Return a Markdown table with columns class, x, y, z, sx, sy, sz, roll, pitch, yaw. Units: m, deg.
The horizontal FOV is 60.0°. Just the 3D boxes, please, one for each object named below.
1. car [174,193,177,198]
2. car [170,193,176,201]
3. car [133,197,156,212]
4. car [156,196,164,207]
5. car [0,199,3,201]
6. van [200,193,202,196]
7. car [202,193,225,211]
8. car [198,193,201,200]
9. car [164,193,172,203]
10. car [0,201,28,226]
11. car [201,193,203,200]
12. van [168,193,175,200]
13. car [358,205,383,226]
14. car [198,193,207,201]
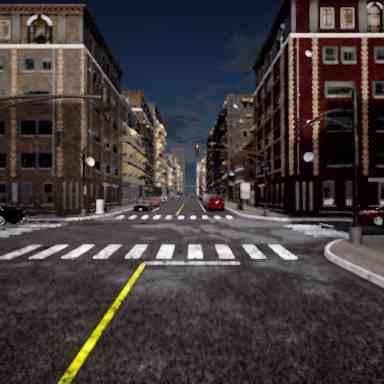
| class | x | y | z | sx | sy | sz | roll | pitch | yaw |
| --- | --- | --- | --- | --- | --- | --- | --- | --- | --- |
| car | -5.673 | 1.282 | 88.522 | 2.192 | 1.841 | 5.009 | 1 | 0 | 0 |
| car | -5.677 | 1.541 | 82.997 | 1.802 | 1.307 | 4.206 | 1 | 0 | 0 |
| car | -5.677 | 1.511 | 38.810 | 1.947 | 1.339 | 4.313 | 1 | 0 | 0 |
| car | -5.676 | 1.484 | 49.858 | 1.887 | 1.381 | 4.507 | 1 | 0 | 0 |
| car | -16.728 | 1.375 | 25.167 | 5.009 | 1.841 | 2.192 | 0 | -1 | 0 |
| van | 2.707 | 1.279 | 55.382 | 1.690 | 1.788 | 3.998 | 1 | 0 | 0 |
| car | 2.708 | 1.260 | 38.812 | 2.192 | 1.841 | 5.009 | 1 | 0 | 0 |
| car | 2.704 | 1.524 | 82.999 | 1.947 | 1.339 | 4.313 | 1 | 0 | 0 |
| car | -5.676 | 1.495 | 66.428 | 2.008 | 1.369 | 4.403 | 1 | 0 | 0 |
| car | -13.757 | 1.552 | 22.470 | 4.892 | 1.490 | 1.837 | 0 | -1 | 0 |
| car | 2.708 | 1.256 | 44.336 | 2.192 | 1.841 | 5.009 | 1 | 0 | 0 |
| van | -5.673 | 1.317 | 94.047 | 1.690 | 1.788 | 3.998 | 1 | 0 | 0 |
| car | 13.655 | 1.503 | 22.413 | 5.008 | 1.535 | 1.882 | -1 | -1 | 0 |
| car | 2.707 | 1.281 | 88.524 | 2.192 | 1.841 | 5.009 | 1 | 0 | 0 |
